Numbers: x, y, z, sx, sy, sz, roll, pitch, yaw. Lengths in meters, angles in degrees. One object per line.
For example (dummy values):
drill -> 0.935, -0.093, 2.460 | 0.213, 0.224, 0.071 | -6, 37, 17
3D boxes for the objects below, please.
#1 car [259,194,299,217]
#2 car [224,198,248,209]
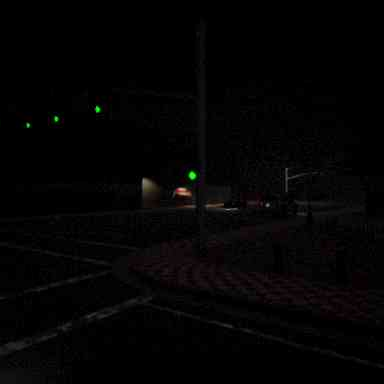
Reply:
car -> 8.236, 1.243, 31.416 | 2.150, 2.045, 5.566 | 0, 0, 36
car -> 6.228, 1.564, 46.718 | 1.812, 1.442, 4.674 | 0, 0, 36
